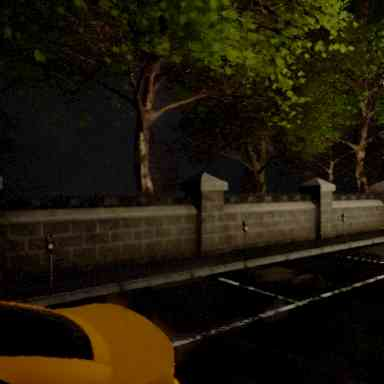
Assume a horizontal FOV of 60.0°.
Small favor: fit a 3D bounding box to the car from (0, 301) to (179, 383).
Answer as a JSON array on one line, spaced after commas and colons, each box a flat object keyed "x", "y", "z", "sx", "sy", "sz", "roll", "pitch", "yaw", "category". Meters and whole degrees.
[{"x": -2.382, "y": 1.488, "z": 1.624, "sx": 5.008, "sy": 1.535, "sz": 1.882, "roll": 0, "pitch": 0, "yaw": -36, "category": "car"}]
